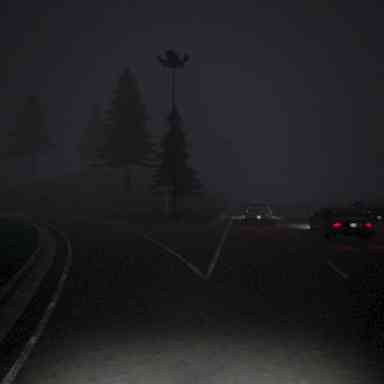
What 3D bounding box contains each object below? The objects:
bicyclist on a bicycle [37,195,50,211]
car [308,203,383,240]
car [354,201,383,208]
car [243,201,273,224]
[{"bbox_3d":[-15.430,1.142,34.543,0.582,1.620,1.656,0,1,26],"label":"bicyclist on a bicycle"},{"bbox_3d":[6.986,1.390,16.077,2.033,1.411,5.357,0,0,9],"label":"car"},{"bbox_3d":[11.458,1.299,21.985,1.812,1.442,4.674,0,0,9],"label":"car"},{"bbox_3d":[4.545,1.332,23.082,1.812,1.442,4.674,0,0,9],"label":"car"}]
